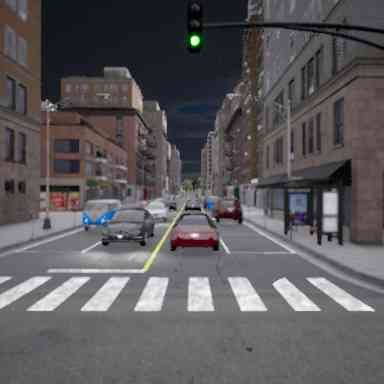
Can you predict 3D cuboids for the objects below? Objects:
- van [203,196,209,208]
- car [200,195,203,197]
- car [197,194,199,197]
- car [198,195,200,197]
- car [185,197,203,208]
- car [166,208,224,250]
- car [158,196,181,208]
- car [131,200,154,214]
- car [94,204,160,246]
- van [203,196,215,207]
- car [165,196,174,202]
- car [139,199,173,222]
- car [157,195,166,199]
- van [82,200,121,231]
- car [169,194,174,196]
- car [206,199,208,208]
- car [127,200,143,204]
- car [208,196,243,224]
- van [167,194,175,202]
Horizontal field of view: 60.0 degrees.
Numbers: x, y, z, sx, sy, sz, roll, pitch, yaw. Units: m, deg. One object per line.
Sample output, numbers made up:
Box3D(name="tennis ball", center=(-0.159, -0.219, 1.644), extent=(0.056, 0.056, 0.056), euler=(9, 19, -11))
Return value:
Box3D(name="van", center=(2.699, 1.450, 41.992), extent=(1.690, 1.788, 3.998), euler=(0, 0, 0))
Box3D(name="car", center=(2.695, 1.436, 47.399), extent=(2.192, 1.841, 5.009), euler=(0, 0, 0))
Box3D(name="car", center=(2.673, 1.619, 74.429), extent=(1.967, 1.590, 4.097), euler=(0, 0, 0))
Box3D(name="car", center=(2.677, 1.693, 69.193), extent=(1.752, 1.417, 4.829), euler=(0, 0, 0))
Box3D(name="car", center=(0.109, 1.664, 42.844), extent=(1.994, 1.385, 4.181), euler=(0, 0, 0))
Box3D(name="car", center=(0.107, 1.601, 14.499), extent=(1.994, 1.385, 4.181), euler=(0, 0, 0))
Box3D(name="car", center=(-2.800, 1.634, 41.952), extent=(2.033, 1.411, 5.357), euler=(0, 0, 0))
Box3D(name="car", center=(-5.396, 1.608, 36.585), extent=(1.887, 1.381, 4.507), euler=(0, 0, 0))
Box3D(name="car", center=(-2.835, 1.533, 15.609), extent=(1.837, 1.490, 4.892), euler=(0, 0, 0))
Box3D(name="van", center=(2.691, 1.474, 52.805), extent=(1.690, 1.788, 3.998), euler=(0, 0, 0))
Box3D(name="car", center=(-5.379, 1.739, 79.835), extent=(1.802, 1.307, 4.206), euler=(0, 0, 0))
Box3D(name="car", center=(-2.829, 1.579, 26.805), extent=(1.812, 1.442, 4.674), euler=(0, 0, 0))
Box3D(name="car", center=(-5.389, 1.624, 52.635), extent=(1.752, 1.417, 4.829), euler=(0, 0, 0))
Box3D(name="van", center=(-5.401, 1.369, 20.367), extent=(1.690, 1.788, 3.998), euler=(0, 0, 0))
Box3D(name="car", center=(-5.382, 1.449, 69.023), extent=(2.192, 1.841, 5.009), euler=(0, 0, 0))
Box3D(name="car", center=(2.707, 1.636, 31.179), extent=(2.008, 1.369, 4.403), euler=(0, 0, 0))
Box3D(name="car", center=(-5.398, 1.618, 31.179), extent=(1.947, 1.339, 4.313), euler=(0, 0, 0))
Box3D(name="car", center=(2.712, 1.389, 25.774), extent=(2.192, 1.841, 5.009), euler=(0, 0, 0))
Box3D(name="van", center=(-5.376, 1.510, 85.242), extent=(1.690, 1.788, 3.998), euler=(0, 0, 0))
